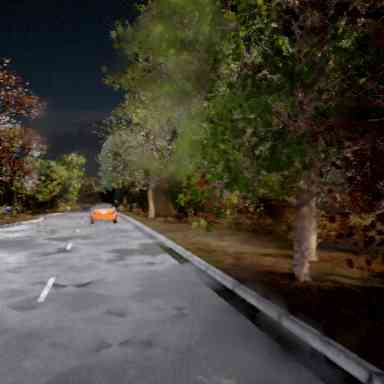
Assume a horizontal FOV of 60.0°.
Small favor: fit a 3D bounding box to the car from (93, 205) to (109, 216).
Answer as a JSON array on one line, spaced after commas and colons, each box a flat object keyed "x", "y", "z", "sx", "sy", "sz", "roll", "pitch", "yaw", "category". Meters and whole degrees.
[{"x": -12.850, "y": 2.522, "z": 46.816, "sx": 1.994, "sy": 1.385, "sz": 4.181, "roll": -2, "pitch": -2, "yaw": -16, "category": "car"}]

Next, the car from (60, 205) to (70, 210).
[{"x": -32.121, "y": 3.995, "z": 82.095, "sx": 5.008, "sy": 1.535, "sz": 1.882, "roll": -2, "pitch": -3, "yaw": 10, "category": "car"}]

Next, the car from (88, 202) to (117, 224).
[{"x": -7.851, "y": 1.779, "z": 29.433, "sx": 2.097, "sy": 1.767, "sz": 4.553, "roll": -1, "pitch": -1, "yaw": -16, "category": "car"}]

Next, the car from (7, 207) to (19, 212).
[{"x": -41.058, "y": 4.173, "z": 77.305, "sx": 4.674, "sy": 1.442, "sz": 1.812, "roll": 0, "pitch": -3, "yaw": -19, "category": "car"}]

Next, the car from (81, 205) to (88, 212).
[{"x": -24.259, "y": 3.827, "z": 78.370, "sx": 4.892, "sy": 1.490, "sz": 1.837, "roll": -4, "pitch": -4, "yaw": 41, "category": "car"}]
